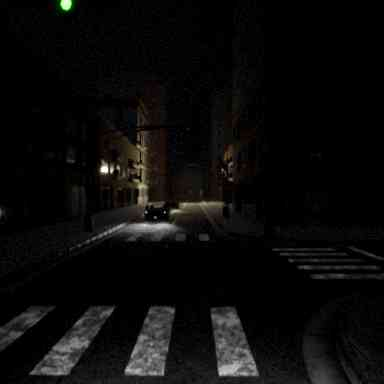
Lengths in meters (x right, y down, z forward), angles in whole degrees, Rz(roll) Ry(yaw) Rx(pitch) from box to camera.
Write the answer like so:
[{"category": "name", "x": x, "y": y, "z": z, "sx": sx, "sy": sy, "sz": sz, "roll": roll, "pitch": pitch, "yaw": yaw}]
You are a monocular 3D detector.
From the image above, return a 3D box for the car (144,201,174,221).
[{"category": "car", "x": -2.828, "y": 1.671, "z": 27.987, "sx": 1.895, "sy": 1.301, "sz": 4.718, "roll": 0, "pitch": 0, "yaw": 0}]

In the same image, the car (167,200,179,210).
[{"category": "car", "x": -2.792, "y": 1.707, "z": 45.818, "sx": 1.895, "sy": 1.301, "sz": 4.718, "roll": 0, "pitch": 0, "yaw": 0}]
